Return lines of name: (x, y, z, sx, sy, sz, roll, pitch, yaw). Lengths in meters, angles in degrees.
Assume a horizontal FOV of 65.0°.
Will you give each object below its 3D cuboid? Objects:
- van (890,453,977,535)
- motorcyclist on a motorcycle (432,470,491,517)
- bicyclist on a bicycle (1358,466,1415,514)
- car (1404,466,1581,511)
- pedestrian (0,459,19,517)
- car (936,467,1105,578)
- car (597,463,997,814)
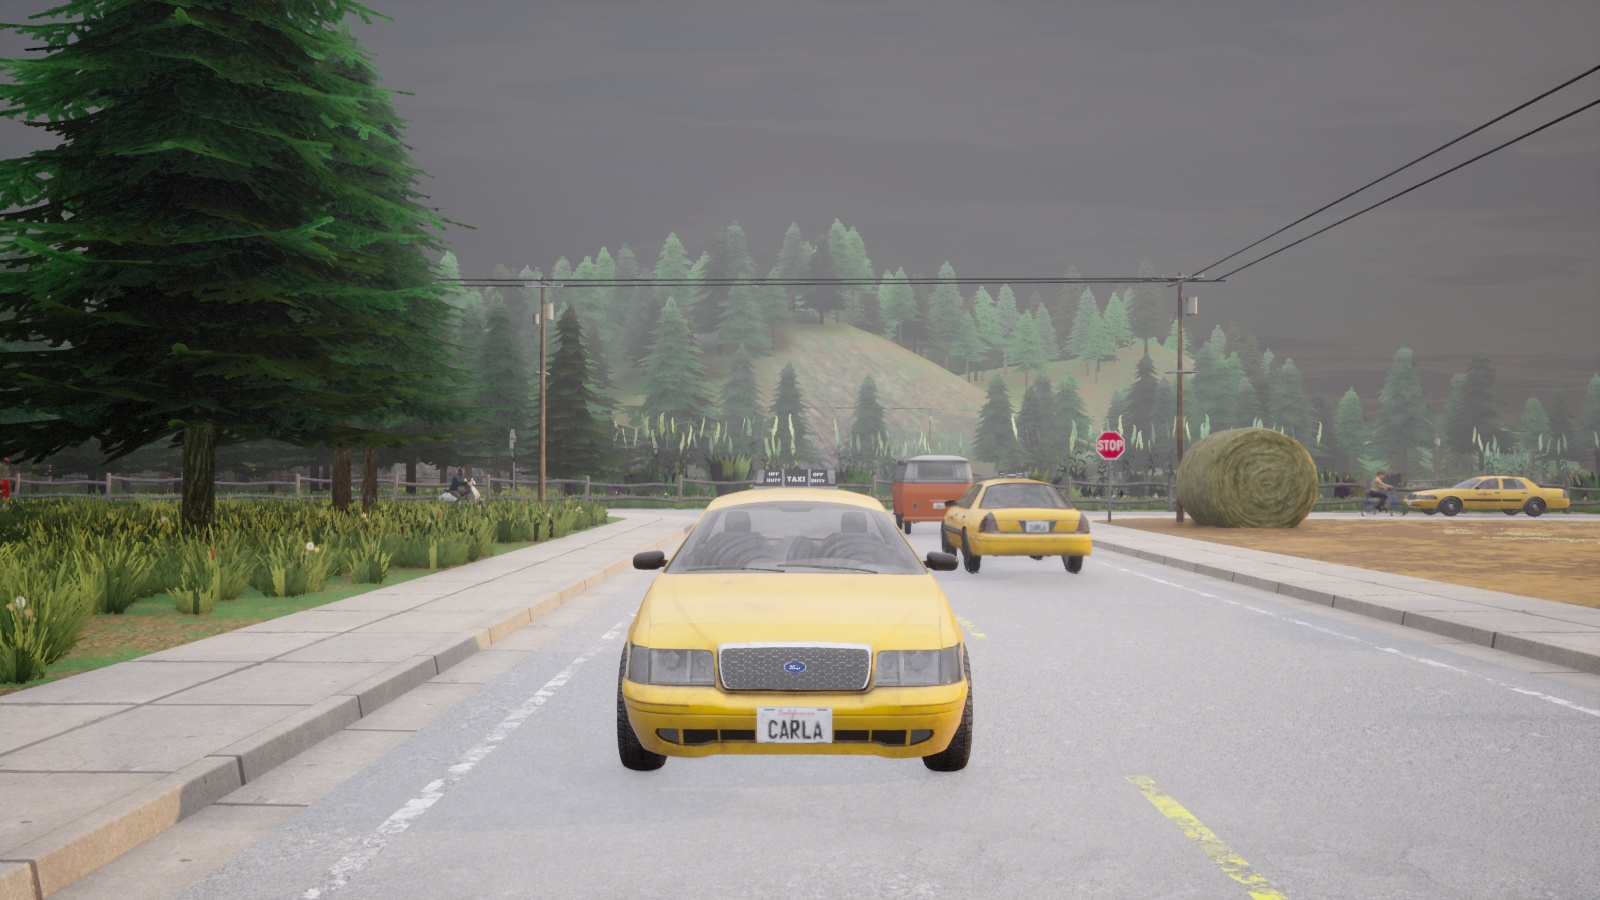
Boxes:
van: (3.414, 1.103, 32.824, 1.775, 1.987, 4.442, 0, -1, 0)
motorcyclist on a motorcycle: (-11.755, 1.511, 43.659, 1.817, 1.590, 0.866, 0, -1, 3)
bicyclist on a bicycle: (19.695, 1.345, 42.220, 1.509, 1.612, 0.866, 0, -1, 3)
car: (24.997, 1.380, 45.474, 5.366, 1.575, 1.801, 0, -1, 3)
pedestrian: (-25.606, 1.220, 40.465, 0.614, 1.847, 0.353, 0, -1, -1)
car: (3.446, 1.084, 20.645, 1.801, 1.575, 5.366, 0, -1, 0)
car: (-0.022, 0.894, 8.352, 1.801, 1.575, 5.366, 0, -1, 0)
